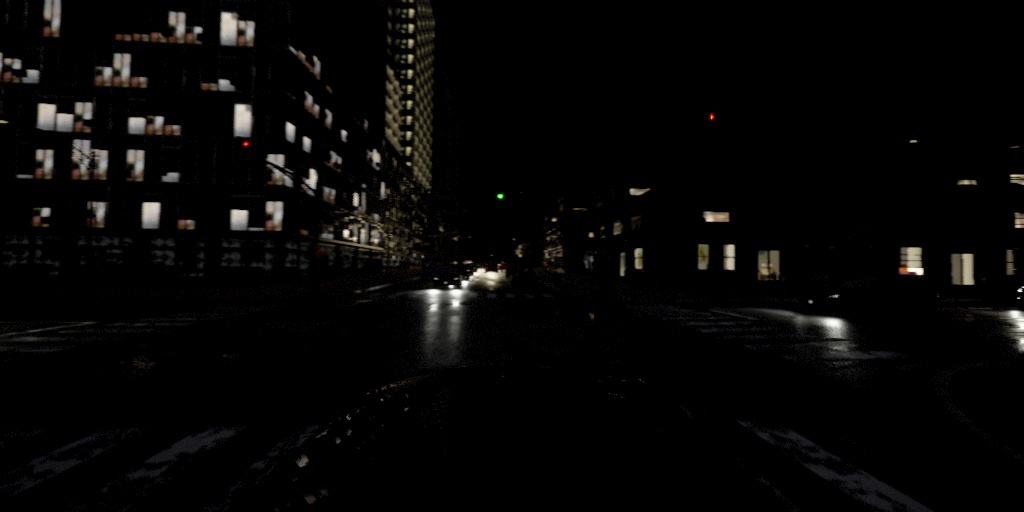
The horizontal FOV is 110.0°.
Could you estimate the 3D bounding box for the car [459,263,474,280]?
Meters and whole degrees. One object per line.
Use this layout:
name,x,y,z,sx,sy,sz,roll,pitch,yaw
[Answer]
car,-5.242,1.711,36.355,1.994,1.385,4.181,1,-1,-3

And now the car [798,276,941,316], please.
car,13.931,1.506,14.063,4.674,1.442,1.812,0,-2,-3

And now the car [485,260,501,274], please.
car,-3.158,1.786,55.566,2.097,1.767,4.553,1,-1,-3

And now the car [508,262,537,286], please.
car,0.940,1.580,29.660,1.967,1.591,4.097,0,0,-3

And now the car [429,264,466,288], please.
car,-4.634,1.547,26.427,1.812,1.442,4.674,1,-1,-5

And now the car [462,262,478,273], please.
car,-5.842,1.824,46.618,2.033,1.411,5.357,1,-1,-4

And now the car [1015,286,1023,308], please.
car,23.633,1.378,14.539,4.553,1.767,2.097,0,-2,-3

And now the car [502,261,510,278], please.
car,0.276,1.599,40.988,2.192,1.841,5.009,0,0,-3

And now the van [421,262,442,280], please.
van,-7.756,1.433,34.796,1.690,1.789,3.998,0,0,-3
